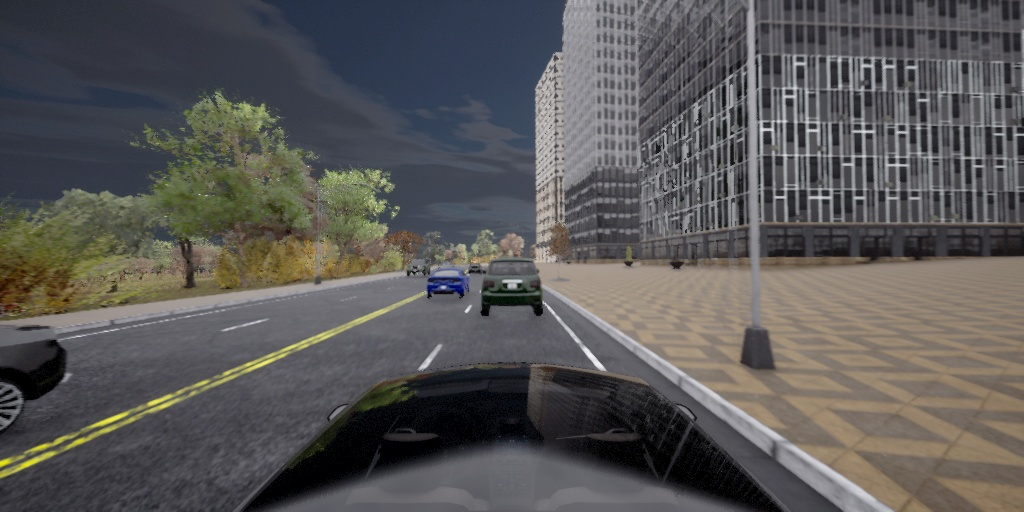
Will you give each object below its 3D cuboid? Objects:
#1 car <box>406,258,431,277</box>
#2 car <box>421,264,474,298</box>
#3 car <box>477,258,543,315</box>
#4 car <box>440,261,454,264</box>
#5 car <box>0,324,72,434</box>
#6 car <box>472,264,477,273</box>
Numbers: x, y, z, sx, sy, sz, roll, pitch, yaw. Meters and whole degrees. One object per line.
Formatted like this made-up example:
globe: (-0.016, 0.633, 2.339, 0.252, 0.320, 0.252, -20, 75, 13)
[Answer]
car: (-11.144, 1.248, 43.224, 2.150, 2.045, 5.566, 0, -1, -4)
car: (-3.432, 1.416, 20.000, 1.882, 1.535, 5.008, 0, -1, -2)
car: (-0.040, 1.092, 14.386, 2.150, 2.045, 5.566, 0, 0, -1)
car: (-7.902, 1.388, 43.471, 2.128, 1.511, 4.902, 0, -1, -4)
car: (-6.614, 1.275, 2.492, 2.128, 1.511, 4.902, 0, -1, 0)
car: (-4.881, 1.756, 48.050, 1.837, 1.490, 4.892, 0, -1, -4)
